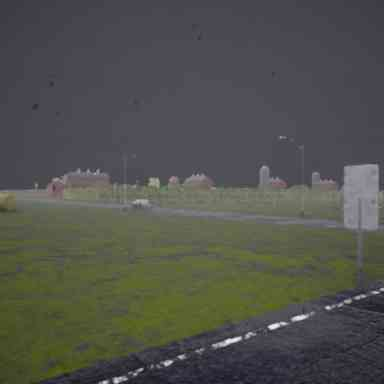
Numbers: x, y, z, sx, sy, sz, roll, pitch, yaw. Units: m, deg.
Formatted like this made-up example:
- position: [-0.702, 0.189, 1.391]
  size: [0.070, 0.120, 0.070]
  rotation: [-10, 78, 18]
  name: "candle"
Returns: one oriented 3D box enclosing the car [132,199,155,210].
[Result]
- position: [-7.005, 1.760, 47.377]
  size: [1.812, 1.442, 4.674]
  rotation: [0, 0, -35]
  name: "car"
